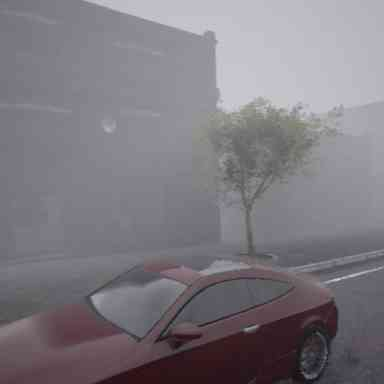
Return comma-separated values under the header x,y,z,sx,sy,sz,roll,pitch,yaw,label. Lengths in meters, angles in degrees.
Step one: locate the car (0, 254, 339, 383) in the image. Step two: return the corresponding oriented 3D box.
x,y,z,sx,sy,sz,roll,pitch,yaw,label
-0.122,1.544,3.907,4.674,1.442,1.812,1,0,-36,car
